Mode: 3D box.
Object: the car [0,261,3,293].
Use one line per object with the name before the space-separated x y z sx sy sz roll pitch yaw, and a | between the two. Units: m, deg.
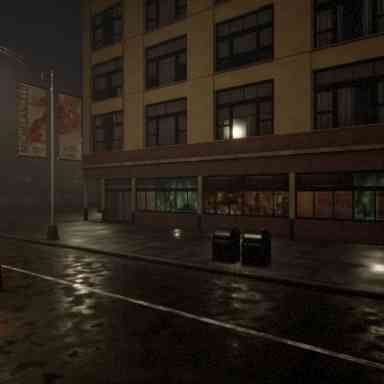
car | -5.821 1.564 7.717 1.994 1.385 4.181 0 0 -40
